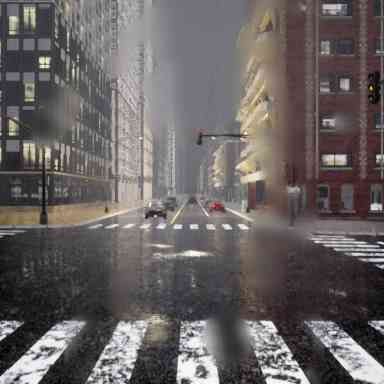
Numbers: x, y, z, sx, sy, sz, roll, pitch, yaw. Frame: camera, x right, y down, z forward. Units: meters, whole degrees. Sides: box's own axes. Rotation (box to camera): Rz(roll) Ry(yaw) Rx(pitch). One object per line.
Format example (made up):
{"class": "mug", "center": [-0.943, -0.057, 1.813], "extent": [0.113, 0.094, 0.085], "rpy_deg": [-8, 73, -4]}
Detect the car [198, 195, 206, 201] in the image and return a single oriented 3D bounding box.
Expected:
{"class": "car", "center": [2.718, 1.491, 89.666], "extent": [1.967, 1.590, 4.097], "rpy_deg": [0, 0, 0]}

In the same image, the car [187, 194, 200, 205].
{"class": "car", "center": [0.019, 1.548, 59.808], "extent": [1.812, 1.442, 4.674], "rpy_deg": [0, 0, 0]}

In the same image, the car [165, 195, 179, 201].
{"class": "car", "center": [-3.038, 1.521, 49.912], "extent": [1.837, 1.490, 4.892], "rpy_deg": [0, 0, 0]}

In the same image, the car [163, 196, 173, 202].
{"class": "car", "center": [-5.665, 1.589, 78.371], "extent": [2.008, 1.369, 4.403], "rpy_deg": [0, 0, 0]}

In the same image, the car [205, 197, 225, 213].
{"class": "car", "center": [2.754, 1.591, 37.209], "extent": [1.802, 1.307, 4.206], "rpy_deg": [0, 0, 0]}

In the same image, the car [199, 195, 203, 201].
{"class": "car", "center": [2.709, 1.571, 55.774], "extent": [2.008, 1.369, 4.403], "rpy_deg": [0, 0, 0]}

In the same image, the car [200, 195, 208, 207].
{"class": "car", "center": [2.707, 1.567, 50.126], "extent": [2.008, 1.369, 4.403], "rpy_deg": [0, 0, 0]}

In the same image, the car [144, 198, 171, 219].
{"class": "car", "center": [-3.109, 1.553, 29.478], "extent": [2.033, 1.411, 5.357], "rpy_deg": [0, 0, -4]}

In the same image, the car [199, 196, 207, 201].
{"class": "car", "center": [2.716, 1.626, 84.017], "extent": [1.802, 1.307, 4.206], "rpy_deg": [0, 0, 0]}

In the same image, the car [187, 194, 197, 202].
{"class": "car", "center": [0.023, 1.218, 69.781], "extent": [2.097, 1.767, 4.553], "rpy_deg": [0, 0, 0]}

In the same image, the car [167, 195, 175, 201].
{"class": "car", "center": [-5.662, 1.595, 89.669], "extent": [1.887, 1.381, 4.507], "rpy_deg": [0, 0, 0]}

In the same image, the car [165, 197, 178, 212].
{"class": "car", "center": [-3.070, 1.574, 39.497], "extent": [1.994, 1.385, 4.181], "rpy_deg": [0, 0, 1]}
